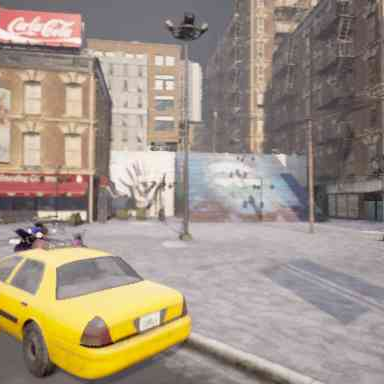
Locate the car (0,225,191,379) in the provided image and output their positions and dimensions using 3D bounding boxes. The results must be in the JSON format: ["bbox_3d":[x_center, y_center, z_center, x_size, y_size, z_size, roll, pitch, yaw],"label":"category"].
[{"bbox_3d":[-2.458,1.600,5.774,5.366,1.575,1.801,-1,-2,41],"label":"car"}]
